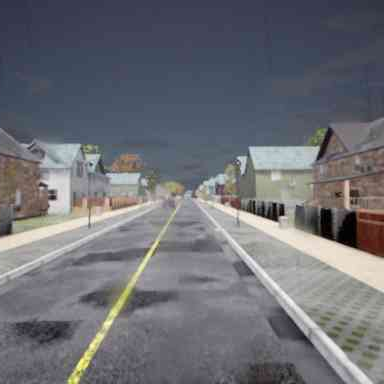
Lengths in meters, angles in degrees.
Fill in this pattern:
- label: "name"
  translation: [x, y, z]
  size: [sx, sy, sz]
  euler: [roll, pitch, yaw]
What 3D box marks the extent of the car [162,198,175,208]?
- label: "car"
  translation: [-3.485, 1.659, 49.860]
  size: [2.033, 1.411, 5.357]
  euler: [-1, 0, -1]
